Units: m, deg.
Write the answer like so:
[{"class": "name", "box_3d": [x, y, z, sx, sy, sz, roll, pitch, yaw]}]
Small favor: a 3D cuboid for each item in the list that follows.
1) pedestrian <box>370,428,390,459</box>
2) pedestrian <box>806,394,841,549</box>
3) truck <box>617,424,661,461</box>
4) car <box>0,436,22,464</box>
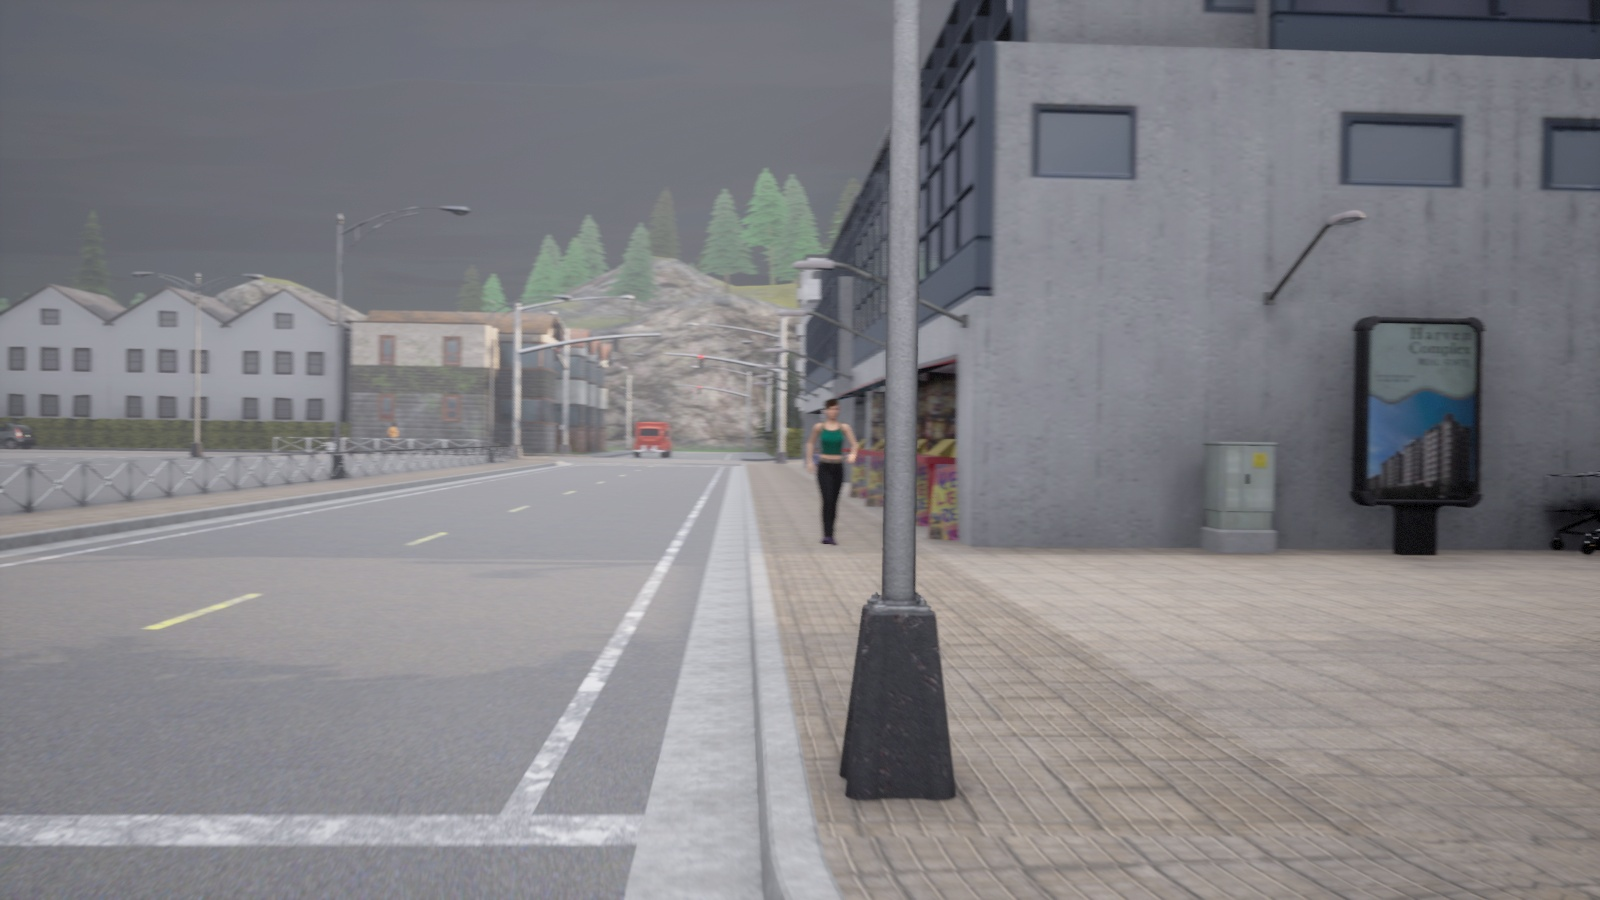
[{"class": "pedestrian", "box_3d": [-25.599, -0.378, 76.543, 0.900, 1.855, 0.874, 0, 1, -3]}, {"class": "pedestrian", "box_3d": [0.284, 0.252, 15.253, 0.345, 1.836, 0.594, 0, 1, -6]}, {"class": "truck", "box_3d": [-11.118, -0.504, 87.110, 2.627, 2.467, 5.204, 0, 1, -3]}, {"class": "car", "box_3d": [-46.763, 0.002, 71.302, 3.988, 1.617, 1.851, 0, 1, -3]}]
